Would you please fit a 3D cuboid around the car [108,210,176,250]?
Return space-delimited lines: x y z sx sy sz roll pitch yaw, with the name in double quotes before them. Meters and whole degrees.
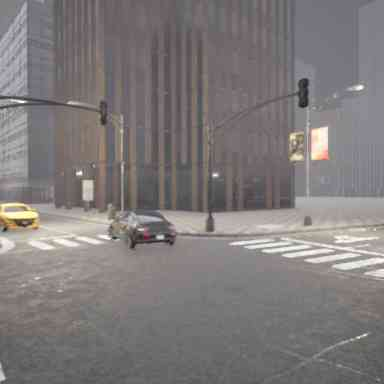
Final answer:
"car" -2.224 1.504 14.407 1.812 1.442 4.674 0 0 -27

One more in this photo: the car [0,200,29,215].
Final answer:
"car" -18.420 1.573 34.083 1.895 1.301 4.718 0 0 -41

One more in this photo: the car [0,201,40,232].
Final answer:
"car" -10.969 1.467 20.511 1.882 1.535 5.008 0 0 -41
